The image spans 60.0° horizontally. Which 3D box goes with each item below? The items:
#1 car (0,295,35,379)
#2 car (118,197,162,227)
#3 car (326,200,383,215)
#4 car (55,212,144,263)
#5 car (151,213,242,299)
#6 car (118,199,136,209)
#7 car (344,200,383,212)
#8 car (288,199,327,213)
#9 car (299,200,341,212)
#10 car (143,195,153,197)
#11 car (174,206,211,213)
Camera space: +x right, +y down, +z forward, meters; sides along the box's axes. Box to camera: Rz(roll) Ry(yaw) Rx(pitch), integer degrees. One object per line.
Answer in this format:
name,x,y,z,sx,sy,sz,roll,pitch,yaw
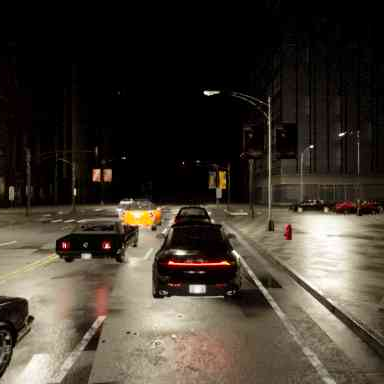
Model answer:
car,-3.152,1.548,2.269,2.033,1.411,5.357,0,0,0
car,-3.109,1.395,21.050,2.097,1.767,4.553,0,0,0
car,15.376,1.576,31.313,4.206,1.307,1.802,0,0,-1
car,-3.125,1.615,12.057,1.895,1.301,4.718,0,0,0
car,0.114,1.511,8.446,1.837,1.490,4.892,0,0,0
car,-9.746,1.743,50.463,1.812,1.442,4.674,0,0,0
car,20.902,1.642,39.914,4.313,1.339,1.947,0,0,-1
car,13.200,1.574,37.056,4.892,1.490,1.837,0,-1,-1
car,15.262,1.661,39.837,4.313,1.339,1.947,0,0,-1
car,-9.612,1.600,71.825,2.150,2.045,5.566,0,0,0
car,0.035,1.509,17.937,1.882,1.535,5.008,0,0,0
